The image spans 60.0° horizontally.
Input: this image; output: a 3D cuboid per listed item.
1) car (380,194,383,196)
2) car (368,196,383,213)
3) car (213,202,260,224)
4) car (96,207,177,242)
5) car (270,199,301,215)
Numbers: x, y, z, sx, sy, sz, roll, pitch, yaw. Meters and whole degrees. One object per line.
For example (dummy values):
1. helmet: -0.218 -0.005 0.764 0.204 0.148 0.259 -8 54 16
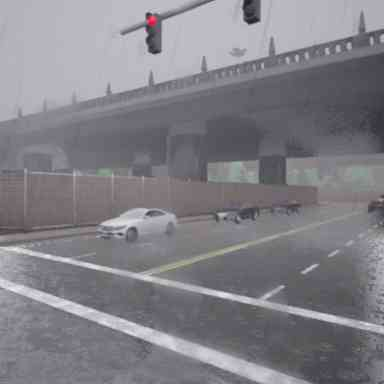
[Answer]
1. car: 27.116 1.271 45.979 2.150 2.045 5.566 0 0 35
2. car: 21.067 1.547 37.465 1.837 1.490 4.892 0 0 35
3. car: 3.424 1.484 25.056 2.128 1.511 4.902 0 0 35
4. car: -2.562 1.512 16.592 1.812 1.442 4.674 0 0 33
5. car: 9.480 1.492 33.566 2.128 1.511 4.902 0 0 35
